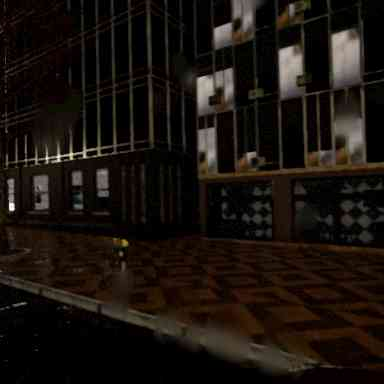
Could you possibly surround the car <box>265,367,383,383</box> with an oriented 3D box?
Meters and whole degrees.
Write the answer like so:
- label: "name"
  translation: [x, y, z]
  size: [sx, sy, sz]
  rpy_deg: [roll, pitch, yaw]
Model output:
- label: "car"
  translation: [2.145, 1.571, 1.362]
  size: [4.206, 1.307, 1.802]
  rpy_deg: [-1, -2, 36]
